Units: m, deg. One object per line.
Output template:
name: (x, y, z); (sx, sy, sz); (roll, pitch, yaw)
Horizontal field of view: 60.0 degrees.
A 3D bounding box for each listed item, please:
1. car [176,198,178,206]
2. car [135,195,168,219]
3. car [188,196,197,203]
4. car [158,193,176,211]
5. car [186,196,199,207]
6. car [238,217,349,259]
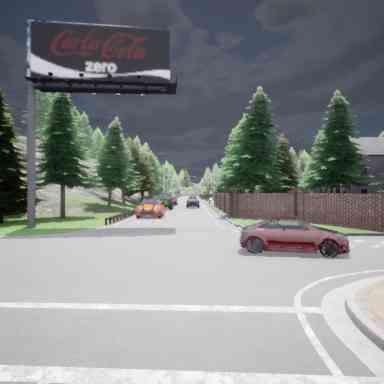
car: (-3.521, 1.352, 55.391); (2.097, 1.767, 4.553); (0, 0, 0)
car: (-3.578, 1.352, 28.884); (2.097, 1.767, 4.553); (0, 0, 0)
car: (0.158, 1.505, 68.774); (1.837, 1.490, 4.892); (0, 0, 0)
car: (-3.561, 1.213, 42.155); (2.150, 2.045, 5.566); (0, 1, 0)
car: (0.138, 1.601, 49.883); (1.895, 1.301, 4.718); (0, 0, 0)
car: (3.955, 1.719, 13.287); (4.181, 1.385, 1.994); (1, 0, 12)
